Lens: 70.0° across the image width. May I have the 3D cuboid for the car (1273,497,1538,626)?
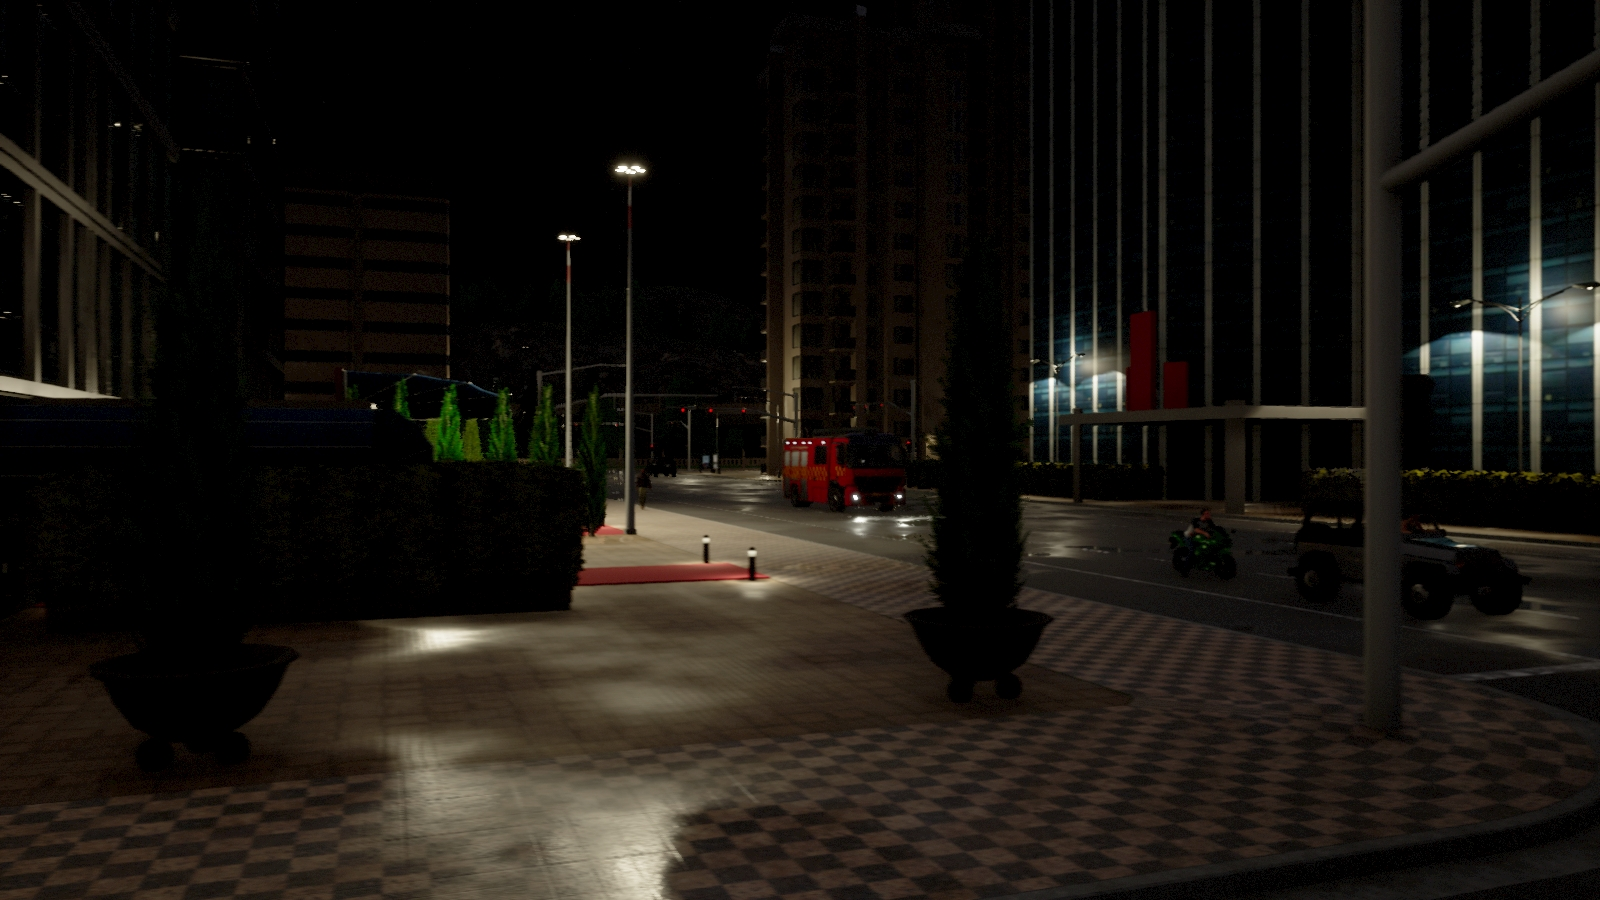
[{"bbox_3d":[10.605,1.857,20.330,1.905,1.878,3.866,0,0,-20],"label":"car"}]
